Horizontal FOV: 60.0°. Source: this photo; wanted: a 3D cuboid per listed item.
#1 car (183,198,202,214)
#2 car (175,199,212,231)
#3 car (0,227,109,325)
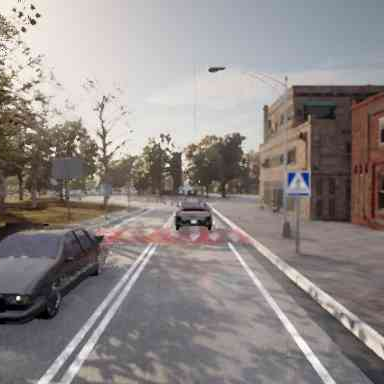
[{"bbox_3d":[0.035,1.462,35.969,1.882,1.535,5.008,0,0,0],"label":"car"},{"bbox_3d":[0.082,1.264,18.084,2.128,1.511,4.902,0,-2,0],"label":"car"},{"bbox_3d":[-3.353,1.545,7.603,2.033,1.411,5.357,0,0,0],"label":"car"}]
